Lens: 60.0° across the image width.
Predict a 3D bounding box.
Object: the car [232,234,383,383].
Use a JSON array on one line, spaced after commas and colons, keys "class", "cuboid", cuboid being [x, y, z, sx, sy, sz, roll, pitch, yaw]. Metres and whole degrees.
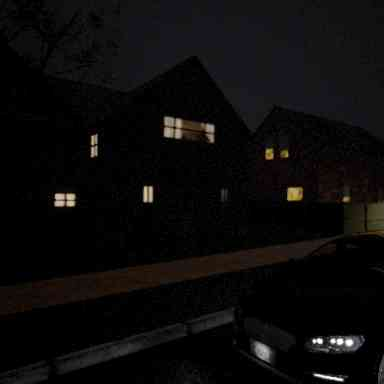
[{"class": "car", "cuboid": [2.769, 1.457, 5.029, 4.902, 1.511, 2.128, 0, 0, -35]}]
